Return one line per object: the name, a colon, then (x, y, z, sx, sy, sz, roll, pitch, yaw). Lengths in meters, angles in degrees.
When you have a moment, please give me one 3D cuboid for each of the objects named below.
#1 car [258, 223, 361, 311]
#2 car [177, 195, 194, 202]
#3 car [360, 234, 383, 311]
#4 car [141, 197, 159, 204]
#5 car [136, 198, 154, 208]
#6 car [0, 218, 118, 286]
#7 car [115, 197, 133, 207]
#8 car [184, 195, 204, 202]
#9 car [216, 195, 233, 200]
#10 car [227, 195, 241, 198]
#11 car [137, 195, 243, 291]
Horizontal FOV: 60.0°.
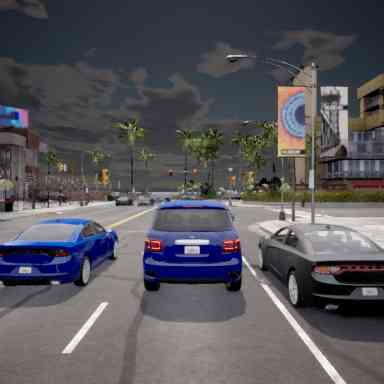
car: (2.891, 1.480, 7.911, 2.097, 1.535, 5.008, 0, 0, 0)
car: (-1.546, 1.524, 80.241, 1.812, 1.442, 4.674, 0, 0, 36)
car: (3.039, 1.354, 1.486, 2.185, 1.767, 4.553, 0, 0, 0)
car: (-8.303, 1.601, 66.646, 1.895, 1.301, 4.718, 0, 0, 17)
car: (-6.992, 1.564, 50.143, 1.994, 1.385, 4.181, 0, 0, 2)
car: (-3.455, 1.478, 9.404, 1.882, 1.535, 5.008, 0, 0, 0)
car: (-10.446, 1.478, 51.315, 1.882, 1.535, 5.008, 0, 0, 2)
car: (0.527, 1.540, 77.088, 2.033, 1.411, 5.357, 0, 0, 33)
car: (8.990, 1.524, 90.737, 4.674, 1.442, 1.812, 0, 0, -37)
car: (11.286, 1.595, 88.064, 4.718, 1.301, 1.895, 0, 0, -37)
car: (0.038, 1.221, 9.152, 2.150, 2.045, 5.566, 0, 0, 1)
